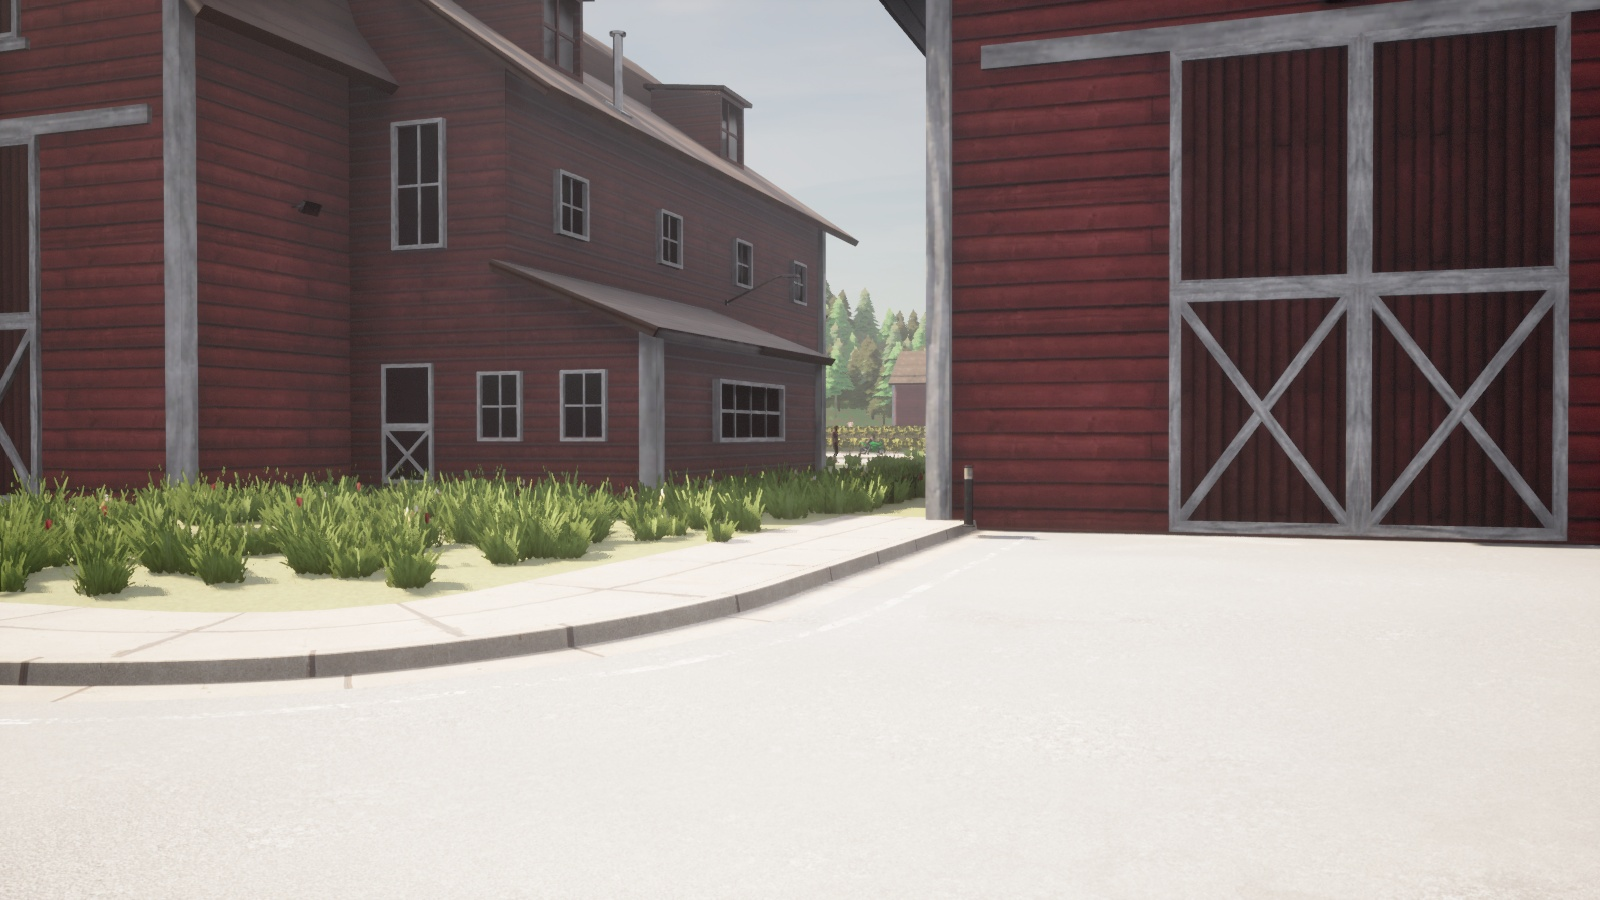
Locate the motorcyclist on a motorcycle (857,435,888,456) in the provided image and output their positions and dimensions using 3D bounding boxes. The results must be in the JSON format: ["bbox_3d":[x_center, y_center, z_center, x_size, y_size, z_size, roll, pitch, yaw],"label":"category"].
[{"bbox_3d":[5.280,-0.348,91.460,2.044,1.523,0.797,1,1,19],"label":"motorcyclist on a motorcycle"}]

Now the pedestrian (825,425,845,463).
[{"bbox_3d":[1.679,-0.282,60.343,0.869,1.805,0.328,1,1,30],"label":"pedestrian"}]
